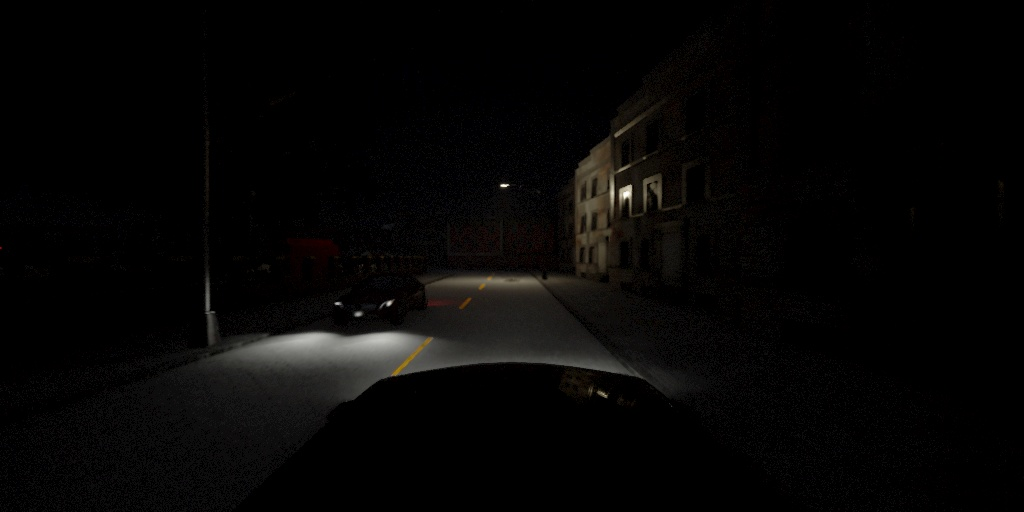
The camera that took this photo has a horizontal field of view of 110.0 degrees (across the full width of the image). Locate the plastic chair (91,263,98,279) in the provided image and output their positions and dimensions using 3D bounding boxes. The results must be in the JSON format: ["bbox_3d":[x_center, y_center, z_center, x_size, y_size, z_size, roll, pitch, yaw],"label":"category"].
[{"bbox_3d":[-33.704,1.219,28.484,0.730,1.272,0.750,0,0,-42],"label":"plastic chair"}]

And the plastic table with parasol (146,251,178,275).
[{"bbox_3d":[-35.072,0.705,36.407,2.482,2.480,2.482,0,0,-40],"label":"plastic table with parasol"}]

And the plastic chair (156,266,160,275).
[{"bbox_3d":[-34.340,1.280,35.410,0.750,1.272,0.730,0,0,-40],"label":"plastic chair"}]

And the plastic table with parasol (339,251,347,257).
[{"bbox_3d":[-16.935,0.707,34.377,2.482,2.480,2.482,0,0,-40],"label":"plastic table with parasol"}]

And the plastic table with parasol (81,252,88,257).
[{"bbox_3d":[-34.586,0.677,27.770,2.482,2.480,2.482,0,0,-42],"label":"plastic table with parasol"}]

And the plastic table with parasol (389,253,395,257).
[{"bbox_3d":[-13.286,0.738,36.780,2.482,2.480,2.482,0,0,0],"label":"plastic table with parasol"}]

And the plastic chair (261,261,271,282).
[{"bbox_3d":[-19.709,1.270,29.217,0.750,1.272,0.730,0,0,-44],"label":"plastic chair"}]

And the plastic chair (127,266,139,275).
[{"bbox_3d":[-38.542,1.343,36.709,0.730,1.272,0.750,0,0,-40],"label":"plastic chair"}]

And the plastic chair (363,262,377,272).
[{"bbox_3d":[-12.336,1.342,31.431,0.750,1.272,0.730,0,0,-40],"label":"plastic chair"}]

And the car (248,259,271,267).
[{"bbox_3d":[-33.157,1.110,46.050,4.553,1.767,2.097,0,0,0],"label":"car"}]

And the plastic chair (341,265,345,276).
[{"bbox_3d":[-16.203,1.340,33.376,0.750,1.272,0.730,0,0,-40],"label":"plastic chair"}]

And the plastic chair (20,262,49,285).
[{"bbox_3d":[-30.615,1.164,23.001,0.750,1.272,0.730,0,0,-39],"label":"plastic chair"}]

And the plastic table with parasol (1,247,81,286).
[{"bbox_3d":[-31.323,0.624,23.973,2.482,2.480,2.482,0,0,-39],"label":"plastic table with parasol"}]

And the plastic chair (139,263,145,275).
[{"bbox_3d":[-36.047,1.316,35.507,0.730,1.272,0.750,0,0,-35],"label":"plastic chair"}]

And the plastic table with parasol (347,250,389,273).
[{"bbox_3d":[-13.067,0.738,32.431,2.482,2.480,2.482,0,0,-40],"label":"plastic table with parasol"}]

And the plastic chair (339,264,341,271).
[{"bbox_3d":[-14.691,1.342,29.340,0.730,1.272,0.750,0,0,-40],"label":"plastic chair"}]

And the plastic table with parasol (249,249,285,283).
[{"bbox_3d":[-20.529,0.678,30.064,2.482,2.480,2.482,0,0,-38],"label":"plastic table with parasol"}]

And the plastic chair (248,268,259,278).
[{"bbox_3d":[-21.424,1.261,29.362,0.730,1.272,0.750,0,0,-38],"label":"plastic chair"}]

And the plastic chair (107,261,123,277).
[{"bbox_3d":[-38.831,1.343,34.974,0.750,1.272,0.730,0,0,-40],"label":"plastic chair"}]

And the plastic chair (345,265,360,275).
[{"bbox_3d":[-14.042,1.342,31.530,0.730,1.272,0.750,0,0,-35],"label":"plastic chair"}]

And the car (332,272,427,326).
[{"bbox_3d":[-4.095,1.277,11.873,1.812,1.442,4.674,0,0,0],"label":"car"}]

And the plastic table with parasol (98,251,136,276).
[{"bbox_3d":[-39.563,0.740,35.973,2.482,2.480,2.482,0,0,-40],"label":"plastic table with parasol"}]
